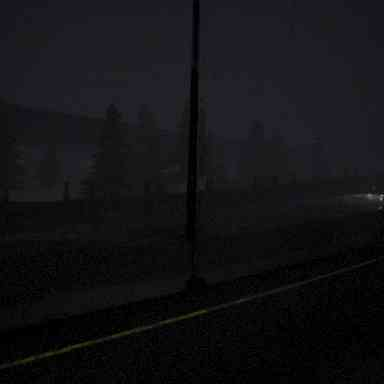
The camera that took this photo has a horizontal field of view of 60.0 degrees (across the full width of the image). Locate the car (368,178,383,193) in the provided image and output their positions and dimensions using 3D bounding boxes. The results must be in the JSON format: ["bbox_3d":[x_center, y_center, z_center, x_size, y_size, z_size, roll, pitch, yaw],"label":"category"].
[{"bbox_3d":[21.038,-0.823,36.186,4.902,1.511,2.128,-6,3,-35],"label":"car"}]
